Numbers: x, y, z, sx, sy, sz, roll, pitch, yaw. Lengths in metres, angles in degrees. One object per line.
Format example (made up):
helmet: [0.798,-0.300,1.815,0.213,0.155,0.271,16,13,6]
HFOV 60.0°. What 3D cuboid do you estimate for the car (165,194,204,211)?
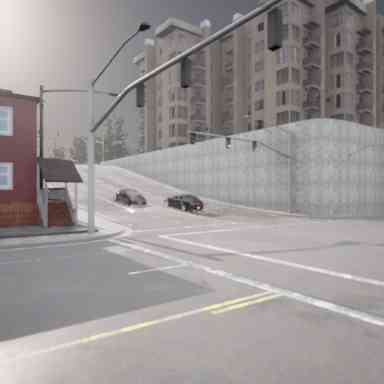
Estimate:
car: [-0.815,0.950,31.977,1.837,1.490,4.892,0,6,-36]

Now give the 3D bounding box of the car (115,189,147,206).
car: [-6.196,0.448,33.277,1.812,1.442,4.674,0,8,-35]
